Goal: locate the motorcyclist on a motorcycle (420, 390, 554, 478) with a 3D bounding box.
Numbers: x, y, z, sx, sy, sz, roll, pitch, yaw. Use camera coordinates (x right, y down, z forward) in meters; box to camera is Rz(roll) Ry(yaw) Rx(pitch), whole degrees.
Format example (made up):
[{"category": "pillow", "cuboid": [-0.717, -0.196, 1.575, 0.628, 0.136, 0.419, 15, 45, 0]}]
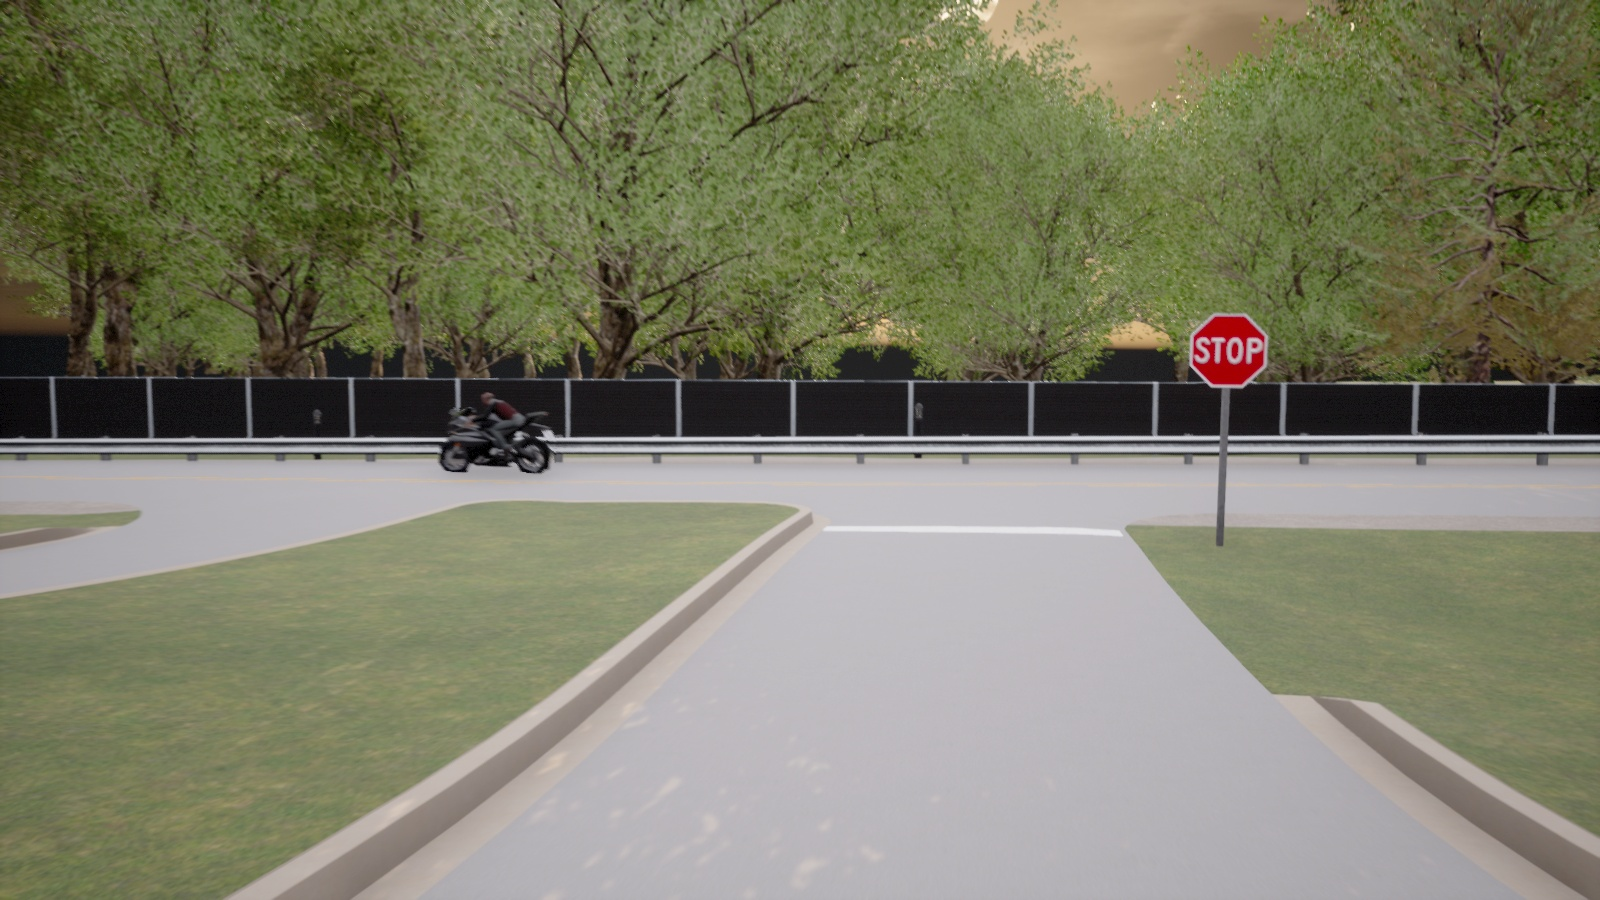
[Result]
[{"category": "motorcyclist on a motorcycle", "cuboid": [-5.734, -0.317, 23.033, 2.191, 1.530, 0.866, 1, 5, 13]}]
